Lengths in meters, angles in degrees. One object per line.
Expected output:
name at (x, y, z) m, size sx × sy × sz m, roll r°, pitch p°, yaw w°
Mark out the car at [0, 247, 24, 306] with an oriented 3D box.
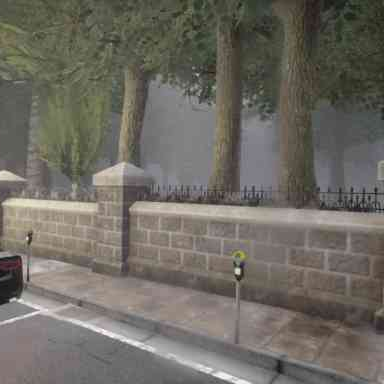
car at (-5.453, 1.477, 6.836) m, size 5.008 × 1.535 × 1.882 m, roll 0°, pitch 0°, yaw 35°
